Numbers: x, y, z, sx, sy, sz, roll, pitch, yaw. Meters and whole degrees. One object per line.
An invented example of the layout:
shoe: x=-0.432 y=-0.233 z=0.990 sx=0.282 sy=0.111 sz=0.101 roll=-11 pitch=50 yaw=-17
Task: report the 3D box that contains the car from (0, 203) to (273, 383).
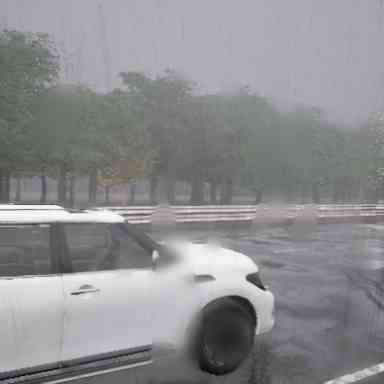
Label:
car: x=-1.622 y=1.178 z=4.190 sx=5.566 sy=2.045 sz=2.150 roll=1 pitch=0 yaw=-27
